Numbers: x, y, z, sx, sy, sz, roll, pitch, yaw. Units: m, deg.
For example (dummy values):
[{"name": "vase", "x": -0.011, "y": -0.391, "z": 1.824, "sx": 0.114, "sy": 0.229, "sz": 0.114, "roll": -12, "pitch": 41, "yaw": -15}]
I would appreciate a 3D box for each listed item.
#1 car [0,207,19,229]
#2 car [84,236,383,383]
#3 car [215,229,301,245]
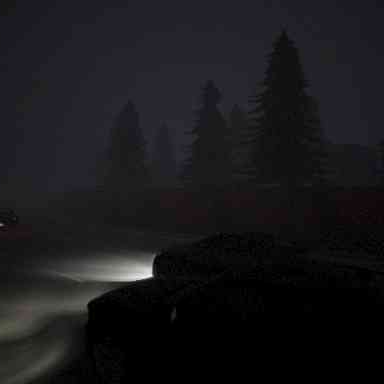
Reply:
[{"name": "car", "x": -12.542, "y": 1.622, "z": 21.192, "sx": 1.895, "sy": 1.301, "sz": 4.718, "roll": 0, "pitch": 0, "yaw": -39}, {"name": "car", "x": 0.903, "y": 1.488, "z": 3.517, "sx": 5.008, "sy": 1.535, "sz": 1.882, "roll": 0, "pitch": 0, "yaw": 37}, {"name": "car", "x": 1.043, "y": 1.585, "z": 7.833, "sx": 4.181, "sy": 1.385, "sz": 1.994, "roll": 0, "pitch": 0, "yaw": 38}]
